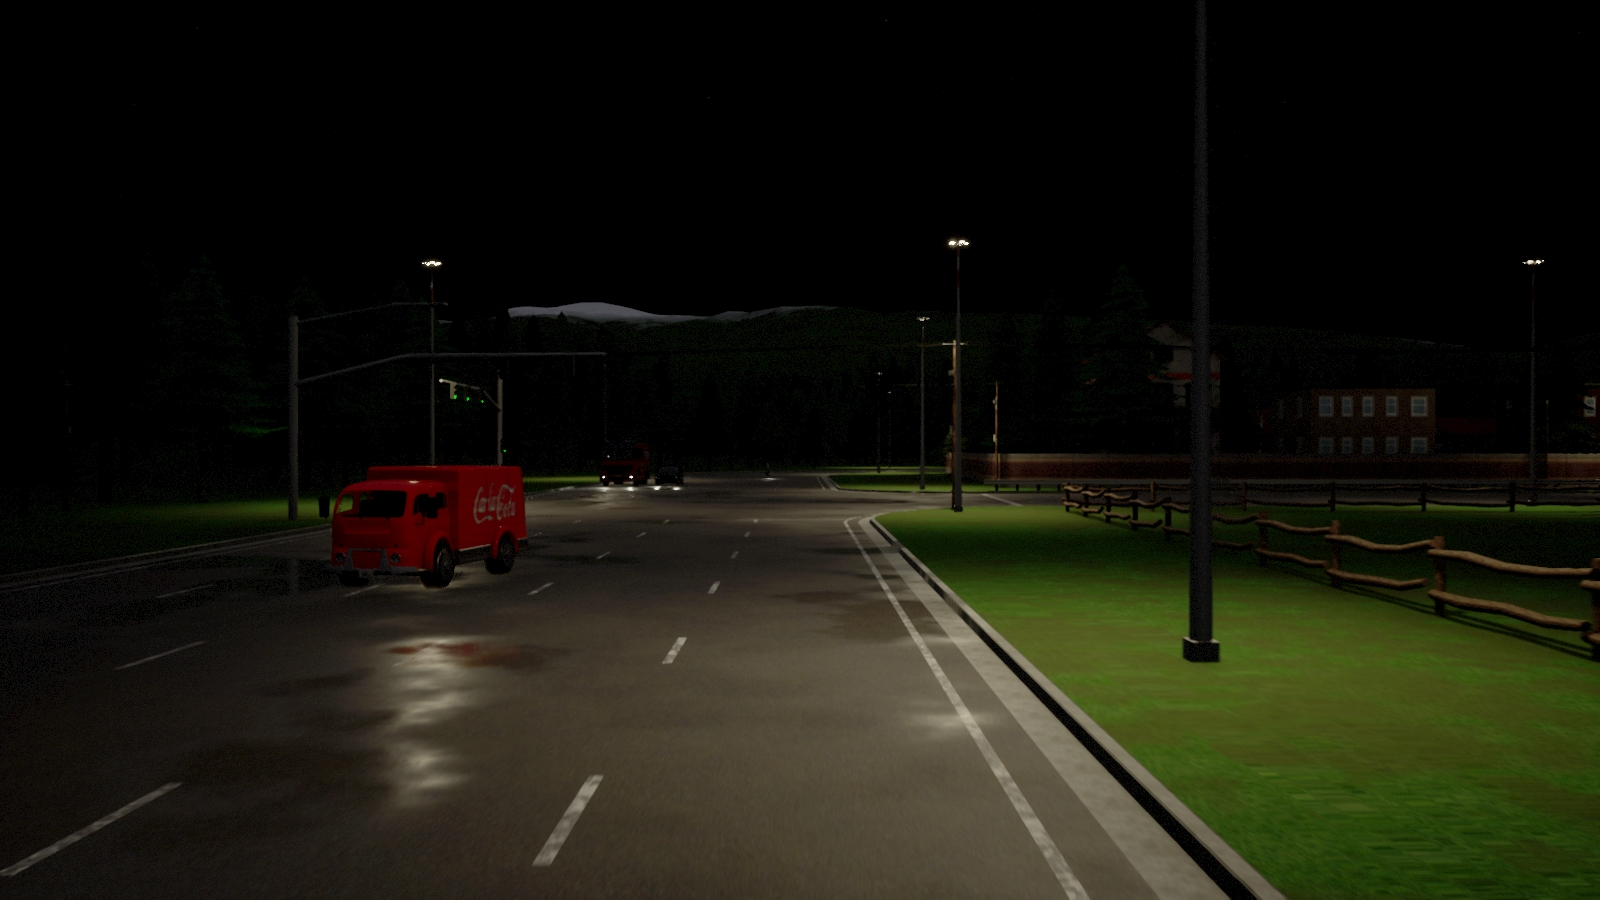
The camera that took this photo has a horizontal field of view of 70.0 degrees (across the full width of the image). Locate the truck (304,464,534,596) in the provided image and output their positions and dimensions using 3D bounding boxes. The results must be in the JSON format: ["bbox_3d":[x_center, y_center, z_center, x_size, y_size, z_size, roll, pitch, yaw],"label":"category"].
[{"bbox_3d":[-8.013,1.576,24.744,2.627,2.467,5.204,0,0,9],"label":"truck"}]
